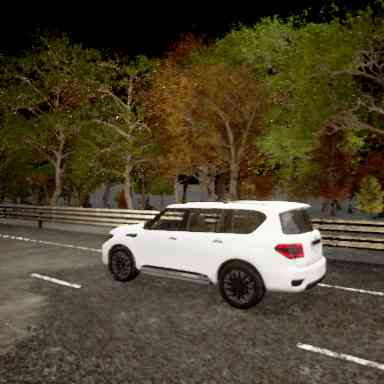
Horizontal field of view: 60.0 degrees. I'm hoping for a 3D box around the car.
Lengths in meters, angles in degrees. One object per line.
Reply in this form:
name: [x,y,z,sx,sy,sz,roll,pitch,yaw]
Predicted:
car: [0.261,1.233,8.102,5.566,2.045,2.150,0,0,36]
